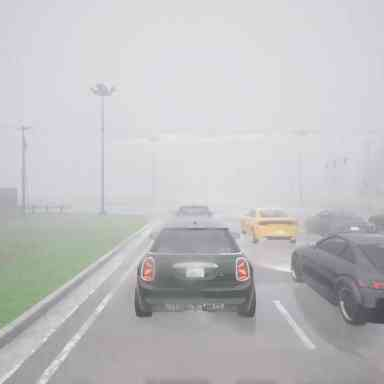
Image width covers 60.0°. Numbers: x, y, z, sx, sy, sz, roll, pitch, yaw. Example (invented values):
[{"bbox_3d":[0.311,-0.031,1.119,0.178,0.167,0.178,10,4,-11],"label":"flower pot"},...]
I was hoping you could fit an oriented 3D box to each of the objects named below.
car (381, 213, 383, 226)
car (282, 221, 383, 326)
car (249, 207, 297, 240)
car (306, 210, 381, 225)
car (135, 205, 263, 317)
[{"bbox_3d":[10.586,1.492,16.411,2.128,1.511,4.902,0,0,0],"label":"car"},{"bbox_3d":[3.565,1.564,7.075,1.994,1.385,4.181,0,0,0],"label":"car"},{"bbox_3d":[3.586,1.478,16.036,1.882,1.535,5.008,0,0,0],"label":"car"},{"bbox_3d":[7.085,1.564,16.460,1.994,1.385,4.181,0,0,0],"label":"car"},{"bbox_3d":[0.064,1.352,7.606,2.097,1.767,4.553,0,0,0],"label":"car"}]
